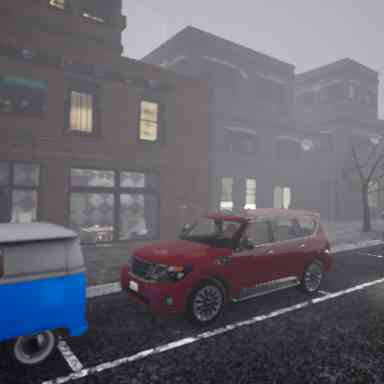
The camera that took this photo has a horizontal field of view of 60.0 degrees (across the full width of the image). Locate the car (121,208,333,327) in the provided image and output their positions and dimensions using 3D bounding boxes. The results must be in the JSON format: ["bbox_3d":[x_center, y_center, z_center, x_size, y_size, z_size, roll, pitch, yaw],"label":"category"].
[{"bbox_3d":[1.039,1.334,7.280,5.009,1.841,2.192,0,1,-36],"label":"car"}]

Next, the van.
[{"bbox_3d":[-3.361,1.340,4.138,3.998,1.788,1.690,0,1,-36],"label":"van"}]
